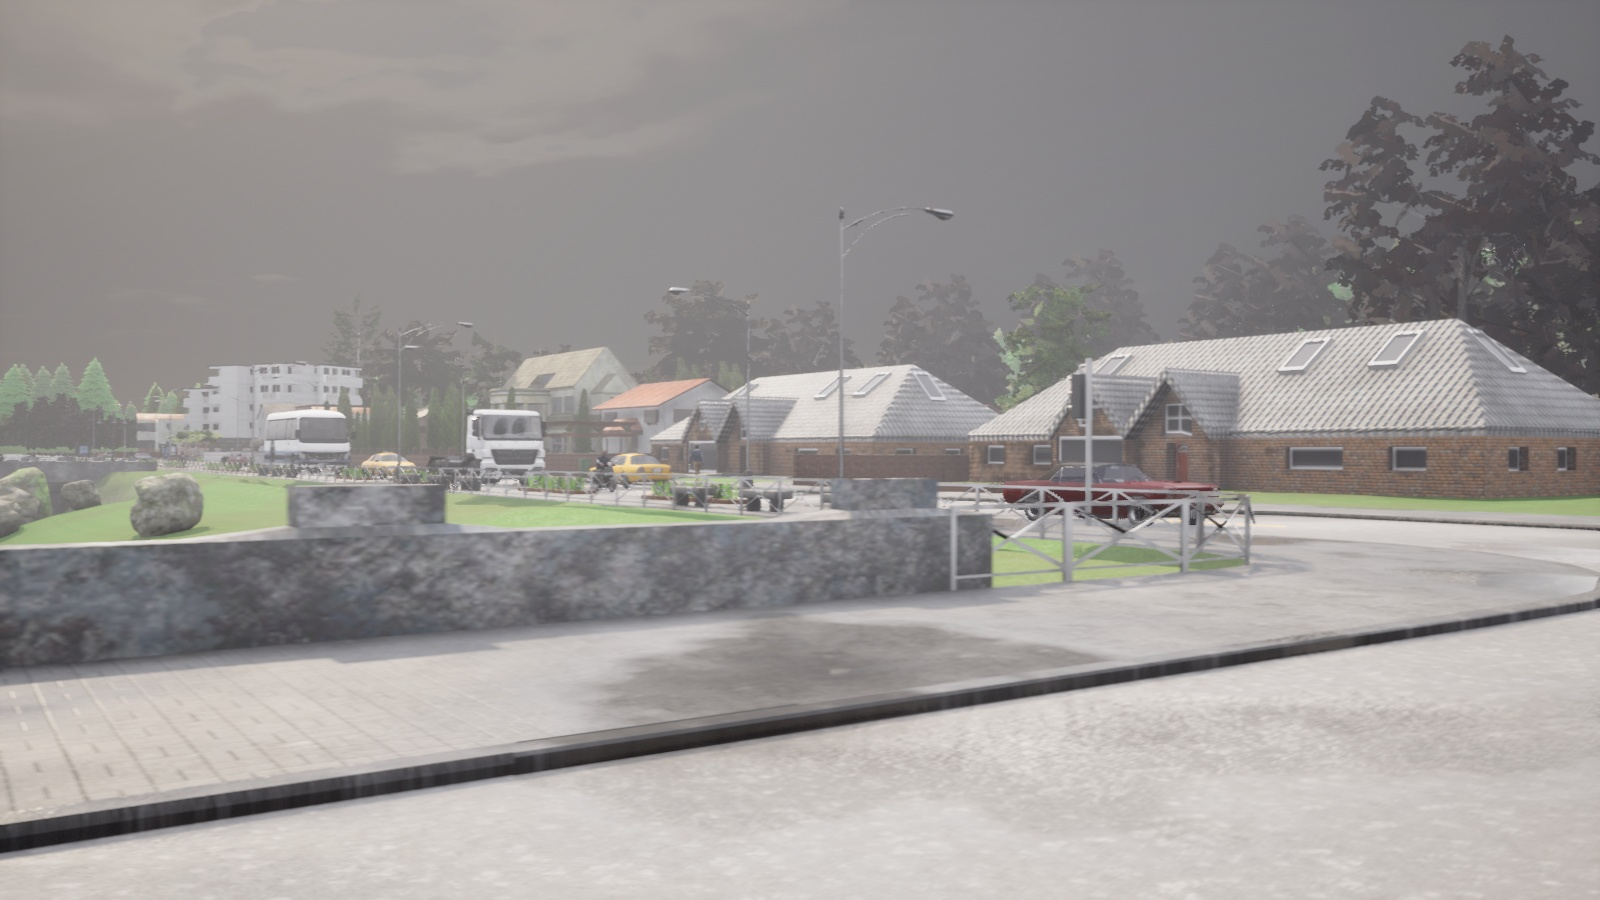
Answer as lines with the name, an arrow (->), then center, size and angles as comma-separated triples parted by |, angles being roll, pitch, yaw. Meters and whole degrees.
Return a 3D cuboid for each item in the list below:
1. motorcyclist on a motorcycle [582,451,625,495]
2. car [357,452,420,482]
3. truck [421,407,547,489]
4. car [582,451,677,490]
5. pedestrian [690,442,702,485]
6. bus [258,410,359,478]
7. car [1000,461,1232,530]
motorcyclist on a motorcycle -> -7.315, 0.828, 46.715 | 0.866, 1.590, 1.817 | 0, 0, -35
car -> -22.520, 0.899, 68.558 | 1.801, 1.575, 5.366 | 0, 0, -35
truck -> -14.466, -0.067, 56.987 | 2.891, 3.462, 7.936 | 0, 0, -35
car -> -7.363, 0.831, 53.785 | 1.801, 1.575, 5.366 | 0, 0, -35
pedestrian -> -4.729, 0.605, 57.216 | 0.423, 1.949, 0.788 | 0, 0, -13
bus -> -32.643, -0.359, 83.097 | 3.944, 4.253, 10.273 | 0, 0, -35
car -> 6.596, 0.897, 26.730 | 1.895, 1.301, 4.718 | 0, 0, -35
